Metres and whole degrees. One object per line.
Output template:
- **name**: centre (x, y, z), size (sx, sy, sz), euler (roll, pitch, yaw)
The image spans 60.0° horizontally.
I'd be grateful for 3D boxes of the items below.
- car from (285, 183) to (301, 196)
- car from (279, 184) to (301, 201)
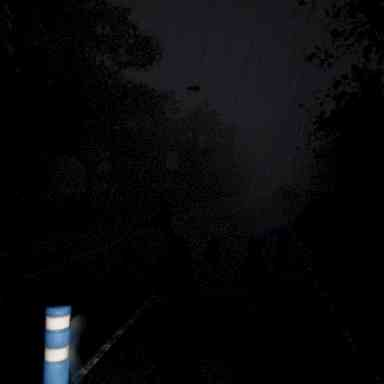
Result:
- **car**: centre (14.874, -0.364, 48.936), size (2.097, 1.767, 4.553), euler (0, 2, 18)
- **car**: centre (11.509, 0.148, 39.477), size (1.882, 1.535, 5.008), euler (0, 2, 20)
